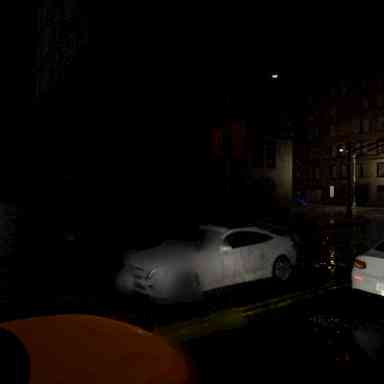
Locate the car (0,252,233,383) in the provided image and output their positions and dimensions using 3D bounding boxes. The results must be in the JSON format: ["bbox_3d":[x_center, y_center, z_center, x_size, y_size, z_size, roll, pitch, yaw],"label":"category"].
[{"bbox_3d":[-2.294,1.477,1.806,5.008,1.535,1.882,0,0,-35],"label":"car"}]

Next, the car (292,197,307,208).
[{"bbox_3d":[14.601,1.502,48.880,1.812,1.442,4.674,1,0,-36],"label":"car"}]

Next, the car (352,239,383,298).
[{"bbox_3d":[5.287,1.528,7.207,4.674,1.442,1.812,0,0,-35],"label":"car"}]

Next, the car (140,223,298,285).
[{"bbox_3d":[0.646,1.527,8.111,4.674,1.442,1.812,0,0,-35],"label":"car"}]
